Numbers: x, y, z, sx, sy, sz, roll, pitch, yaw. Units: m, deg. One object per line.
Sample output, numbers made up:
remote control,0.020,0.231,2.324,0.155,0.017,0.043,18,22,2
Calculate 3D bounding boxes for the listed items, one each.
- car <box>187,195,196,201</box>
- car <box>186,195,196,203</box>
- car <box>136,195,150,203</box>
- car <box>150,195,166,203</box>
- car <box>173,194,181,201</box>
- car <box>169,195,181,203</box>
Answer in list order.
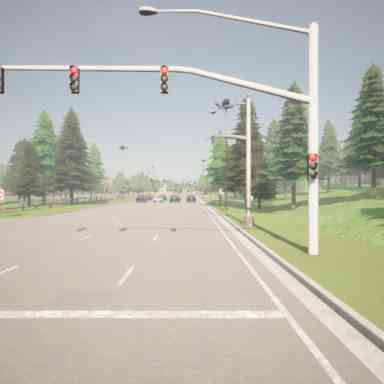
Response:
car,-0.161,1.373,80.782,1.994,1.385,4.181,0,0,0
car,-0.141,1.336,70.716,2.097,1.767,4.553,0,0,0
car,-10.640,1.481,70.341,1.837,1.490,4.892,0,0,0
car,-7.141,1.577,70.795,1.895,1.301,4.718,0,0,0
car,-3.661,1.345,80.775,1.812,1.442,4.674,0,0,0
car,-3.641,1.337,70.742,2.097,1.767,4.553,0,0,0
